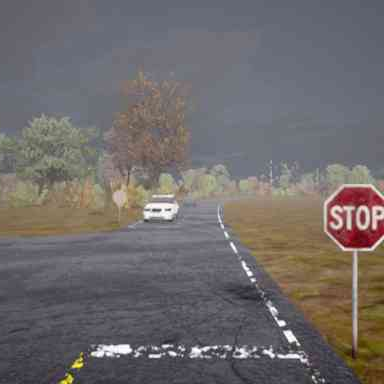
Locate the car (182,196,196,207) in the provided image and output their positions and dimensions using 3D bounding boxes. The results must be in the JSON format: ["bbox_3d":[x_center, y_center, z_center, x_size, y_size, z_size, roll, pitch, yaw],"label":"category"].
[{"bbox_3d":[-0.382,1.465,50.670,1.837,1.490,4.892,0,0,6],"label":"car"}]

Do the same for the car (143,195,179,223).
[{"bbox_3d":[-2.300,1.240,26.007,2.150,2.045,5.566,0,0,3],"label":"car"}]
